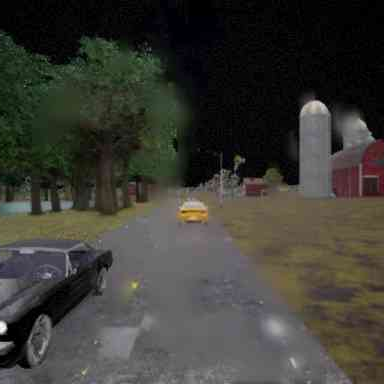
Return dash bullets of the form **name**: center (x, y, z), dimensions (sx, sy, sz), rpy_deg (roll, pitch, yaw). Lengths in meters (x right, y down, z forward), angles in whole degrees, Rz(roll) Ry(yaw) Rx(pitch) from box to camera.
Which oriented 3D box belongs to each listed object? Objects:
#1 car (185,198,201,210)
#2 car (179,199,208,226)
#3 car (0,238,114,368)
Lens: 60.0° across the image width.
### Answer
- **car**: center (0.096, 1.524, 42.720), dimensions (1.895, 1.301, 4.718), rpy_deg (0, 0, 0)
- **car**: center (0.097, 1.414, 22.856), dimensions (1.882, 1.535, 5.008), rpy_deg (0, 0, 0)
- **car**: center (-2.830, 1.578, 5.833), dimensions (1.895, 1.301, 4.718), rpy_deg (0, 0, 0)
